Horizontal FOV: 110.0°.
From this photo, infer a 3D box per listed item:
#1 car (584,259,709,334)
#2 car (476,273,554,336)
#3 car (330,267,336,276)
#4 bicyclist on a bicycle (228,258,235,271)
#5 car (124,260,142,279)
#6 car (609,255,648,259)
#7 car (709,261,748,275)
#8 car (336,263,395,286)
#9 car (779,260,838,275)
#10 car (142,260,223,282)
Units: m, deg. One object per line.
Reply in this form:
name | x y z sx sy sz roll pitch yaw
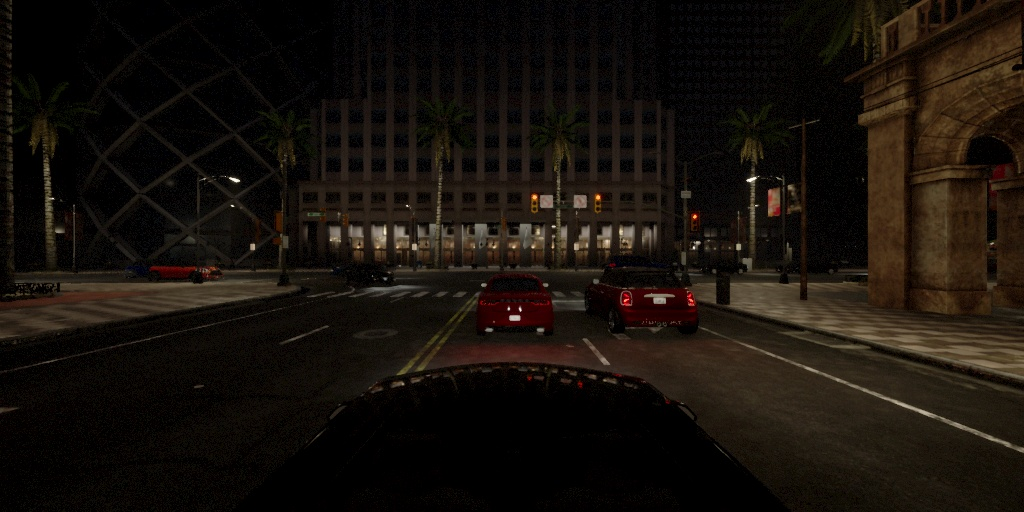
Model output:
car | 3.582 1.102 10.796 2.097 1.767 4.553 0 0 0
car | 0.080 1.228 10.455 1.882 1.535 5.008 0 0 0
car | -13.416 1.298 32.264 5.357 1.411 2.033 0 0 0
bicyclist on a bicycle | -35.748 1.050 45.712 0.582 1.620 1.656 0 0 -12
car | -30.774 1.102 31.537 4.553 1.767 2.097 0 0 -10
car | 11.241 0.971 32.216 5.566 2.045 2.150 0 0 0
car | 23.171 1.255 39.380 4.892 1.490 1.837 0 0 0
car | -10.068 1.255 25.017 4.892 1.490 1.837 0 -2 41
car | 32.779 1.228 39.348 5.008 1.535 1.882 0 0 0
car | -25.821 1.102 28.519 4.553 1.767 2.097 0 0 -4
